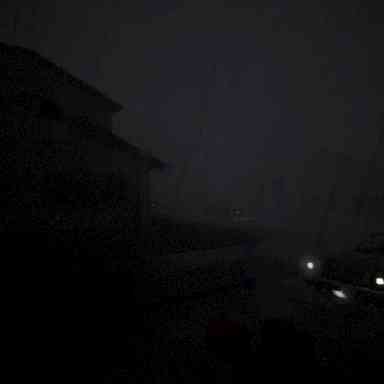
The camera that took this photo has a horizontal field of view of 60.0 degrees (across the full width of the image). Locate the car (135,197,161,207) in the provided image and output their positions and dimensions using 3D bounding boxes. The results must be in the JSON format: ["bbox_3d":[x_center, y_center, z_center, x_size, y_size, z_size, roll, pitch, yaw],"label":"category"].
[{"bbox_3d":[-6.771,1.526,50.817,1.812,1.442,4.674,0,0,-36],"label":"car"}]

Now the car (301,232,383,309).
[{"bbox_3d":[4.655,1.601,7.387,4.718,1.301,1.895,0,0,-31],"label":"car"}]

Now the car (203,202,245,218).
[{"bbox_3d":[2.802,1.564,30.098,1.994,1.385,4.181,0,0,-35],"label":"car"}]

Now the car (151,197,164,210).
[{"bbox_3d":[-5.295,1.507,41.588,1.837,1.490,4.892,0,-1,-35],"label":"car"}]
